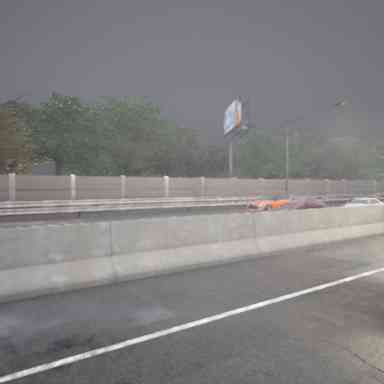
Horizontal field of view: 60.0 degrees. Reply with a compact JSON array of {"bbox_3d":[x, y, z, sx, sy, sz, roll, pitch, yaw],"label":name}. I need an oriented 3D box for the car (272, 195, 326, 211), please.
[{"bbox_3d":[8.897,1.174,26.667,4.674,1.442,1.812,-1,1,-35],"label":"car"}]

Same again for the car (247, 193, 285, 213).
[{"bbox_3d":[7.021,0.979,29.622,4.553,1.767,2.097,-1,1,-35],"label":"car"}]

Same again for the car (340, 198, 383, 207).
[{"bbox_3d":[13.029,1.168,25.272,4.674,1.442,1.812,-1,1,-35],"label":"car"}]
